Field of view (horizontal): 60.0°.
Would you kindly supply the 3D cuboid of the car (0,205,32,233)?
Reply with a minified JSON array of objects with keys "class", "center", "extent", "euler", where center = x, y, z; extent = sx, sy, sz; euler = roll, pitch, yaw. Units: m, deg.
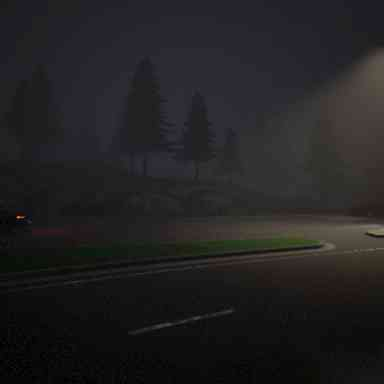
[{"class":"car","center":[-11.218,1.427,17.941],"extent":[4.674,1.442,1.812],"euler":[1,0,-10]}]

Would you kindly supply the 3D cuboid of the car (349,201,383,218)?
[{"class":"car","center":[17.992,1.688,33.224],"extent":[5.008,1.535,1.882],"euler":[1,0,-25]}]
